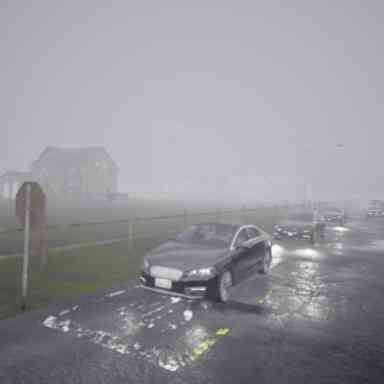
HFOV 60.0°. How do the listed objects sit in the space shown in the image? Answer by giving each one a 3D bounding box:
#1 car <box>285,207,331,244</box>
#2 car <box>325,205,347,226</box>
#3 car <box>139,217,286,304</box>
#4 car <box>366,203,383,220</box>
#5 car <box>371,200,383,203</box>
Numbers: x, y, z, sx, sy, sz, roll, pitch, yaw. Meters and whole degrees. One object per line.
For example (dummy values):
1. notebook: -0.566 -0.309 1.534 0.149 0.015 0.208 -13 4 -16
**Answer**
1. car: 5.713 1.702 17.280 1.837 1.490 4.892 2 0 30
2. car: 11.754 1.906 27.648 1.837 1.490 4.892 2 0 30
3. car: 0.645 1.520 8.500 2.128 1.511 4.902 2 0 29
4. car: 19.488 2.201 35.112 2.033 1.411 5.357 2 0 30
5. car: 25.501 2.067 45.446 2.150 2.045 5.566 2 0 30
